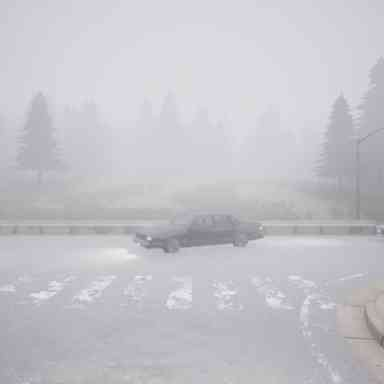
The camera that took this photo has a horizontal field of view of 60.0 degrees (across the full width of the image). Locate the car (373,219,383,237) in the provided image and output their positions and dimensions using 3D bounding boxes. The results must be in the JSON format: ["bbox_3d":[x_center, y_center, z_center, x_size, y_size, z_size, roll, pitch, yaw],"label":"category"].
[{"bbox_3d":[10.858,1.492,14.991,4.902,1.511,2.128,0,0,0],"label":"car"}]

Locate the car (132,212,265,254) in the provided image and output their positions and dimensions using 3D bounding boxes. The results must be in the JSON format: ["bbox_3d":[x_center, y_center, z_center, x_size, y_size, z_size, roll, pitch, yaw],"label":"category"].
[{"bbox_3d":[0.386,1.548,13.500,5.357,1.411,2.033,0,0,-26],"label":"car"}]
